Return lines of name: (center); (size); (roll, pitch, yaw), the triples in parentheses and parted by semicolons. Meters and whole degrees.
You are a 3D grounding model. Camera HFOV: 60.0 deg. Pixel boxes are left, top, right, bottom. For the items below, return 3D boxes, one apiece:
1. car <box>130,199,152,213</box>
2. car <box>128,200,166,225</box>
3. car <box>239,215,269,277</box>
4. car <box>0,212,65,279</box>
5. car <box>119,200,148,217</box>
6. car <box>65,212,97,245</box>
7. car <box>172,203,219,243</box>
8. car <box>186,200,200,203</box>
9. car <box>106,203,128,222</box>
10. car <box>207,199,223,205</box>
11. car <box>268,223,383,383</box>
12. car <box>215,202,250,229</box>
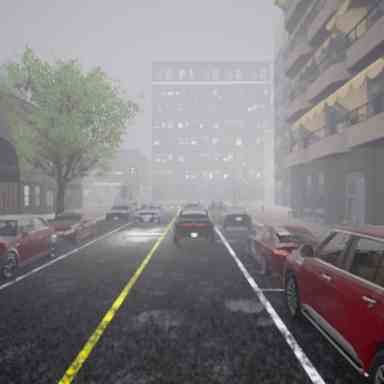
car: (-5.816, 1.558, 38.143); (1.752, 1.417, 4.829); (1, 0, 0)
car: (-3.001, 1.547, 24.374); (2.128, 1.511, 4.902); (0, 0, 0)
car: (2.702, 1.589, 9.938); (1.802, 1.307, 4.206); (1, 0, 0)
car: (-5.643, 1.447, 9.880); (1.967, 1.590, 4.097); (1, 0, 0)
car: (-5.645, 1.578, 32.627); (2.008, 1.369, 4.403); (1, 0, 0)
car: (-5.645, 1.593, 15.566); (1.802, 1.307, 4.206); (1, 0, 0)
car: (0.099, 1.518, 16.267); (1.837, 1.490, 4.892); (0, 0, 0)
car: (0.098, 1.519, 33.736); (2.128, 1.511, 4.902); (0, 0, 0)
car: (-5.645, 1.587, 26.939); (1.947, 1.339, 4.313); (1, 0, 0)
car: (2.750, 1.473, 38.368); (1.967, 1.590, 4.097); (1, 0, 0)
car: (2.706, 1.318, 4.252); (2.192, 1.841, 5.009); (1, 0, 0)
car: (2.701, 1.582, 21.311); (1.947, 1.339, 4.313); (1, 0, 0)
